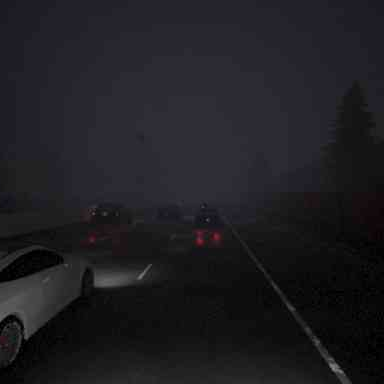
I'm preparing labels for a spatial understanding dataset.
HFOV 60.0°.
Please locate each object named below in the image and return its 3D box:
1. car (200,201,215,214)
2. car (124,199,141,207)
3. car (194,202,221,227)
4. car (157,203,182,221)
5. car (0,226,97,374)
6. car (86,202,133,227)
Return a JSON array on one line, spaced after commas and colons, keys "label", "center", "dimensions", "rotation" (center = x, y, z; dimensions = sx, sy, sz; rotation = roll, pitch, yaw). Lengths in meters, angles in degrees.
[{"label": "car", "center": [1.968, 1.935, 42.171], "dimensions": [1.812, 1.442, 4.674], "rotation": [0, 0, 3]}, {"label": "car", "center": [-11.191, 2.039, 62.490], "dimensions": [2.128, 1.511, 4.902], "rotation": [0, -1, 3]}, {"label": "car", "center": [1.201, 1.740, 25.370], "dimensions": [2.128, 1.511, 4.902], "rotation": [0, 0, 3]}, {"label": "car", "center": [-2.050, 1.762, 30.808], "dimensions": [1.882, 1.535, 5.008], "rotation": [0, -1, 3]}, {"label": "car", "center": [-3.164, 1.566, 5.553], "dimensions": [1.812, 1.442, 4.674], "rotation": [0, -1, 2]}, {"label": "car", "center": [-5.831, 1.563, 24.789], "dimensions": [2.097, 1.767, 4.553], "rotation": [0, -1, 3]}]
